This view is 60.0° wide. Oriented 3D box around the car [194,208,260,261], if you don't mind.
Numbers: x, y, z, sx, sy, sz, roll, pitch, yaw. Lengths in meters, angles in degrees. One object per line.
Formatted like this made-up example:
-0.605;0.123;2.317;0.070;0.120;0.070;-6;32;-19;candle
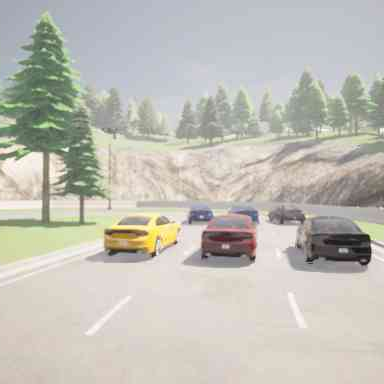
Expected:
1.585;1.604;13.016;1.882;1.535;5.008;0;0;12;car

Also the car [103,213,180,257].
-1.844;1.602;13.721;1.882;1.535;5.008;0;0;12;car

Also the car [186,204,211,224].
0.590;1.735;27.369;1.882;1.535;5.008;0;0;-3;car

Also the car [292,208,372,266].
5.012;1.605;12.306;1.882;1.535;5.008;0;0;12;car

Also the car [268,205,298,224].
7.625;1.764;27.209;2.128;1.511;4.902;0;0;-2;car

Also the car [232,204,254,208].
4.107;1.743;27.376;1.882;1.535;5.008;0;0;-2;car
